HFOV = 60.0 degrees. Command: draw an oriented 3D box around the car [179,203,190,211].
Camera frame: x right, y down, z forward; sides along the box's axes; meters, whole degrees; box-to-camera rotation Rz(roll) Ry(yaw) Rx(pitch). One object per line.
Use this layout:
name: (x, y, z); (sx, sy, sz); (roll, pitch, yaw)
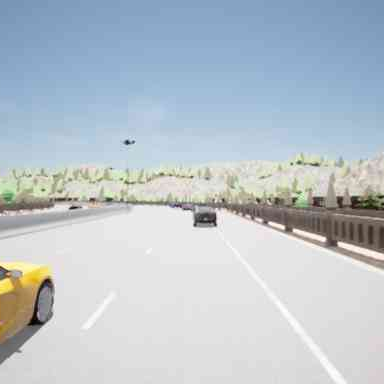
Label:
car: (-0.755, 2.823, 62.060); (1.994, 1.385, 4.181); (0, -1, -8)

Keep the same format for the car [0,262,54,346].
car: (-3.401, 1.463, 4.009); (1.882, 1.535, 5.008); (0, 0, 0)

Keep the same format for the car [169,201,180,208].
car: (-3.884, 2.814, 78.093); (2.097, 1.767, 4.553); (0, -1, -16)

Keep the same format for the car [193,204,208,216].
car: (1.039, 2.362, 43.482); (1.812, 1.442, 4.674); (0, -1, 0)

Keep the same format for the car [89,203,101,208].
car: (-18.879, 2.809, 64.904); (1.882, 1.535, 5.008); (1, -1, -10)

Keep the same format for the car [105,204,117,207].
car: (-14.820, 2.835, 61.060); (1.895, 1.301, 4.718); (0, -1, -6)

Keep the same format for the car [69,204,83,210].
car: (-22.275, 2.928, 64.073); (1.895, 1.301, 4.718); (0, -1, -10)

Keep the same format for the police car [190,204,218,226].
police car: (1.042, 1.900, 27.598); (1.930, 1.638, 5.238); (0, -1, 0)
